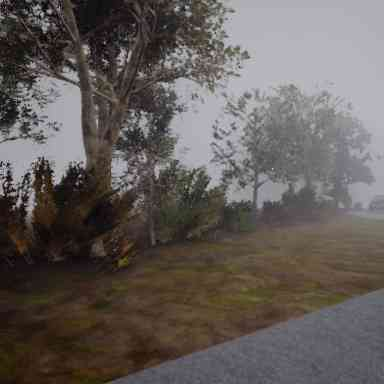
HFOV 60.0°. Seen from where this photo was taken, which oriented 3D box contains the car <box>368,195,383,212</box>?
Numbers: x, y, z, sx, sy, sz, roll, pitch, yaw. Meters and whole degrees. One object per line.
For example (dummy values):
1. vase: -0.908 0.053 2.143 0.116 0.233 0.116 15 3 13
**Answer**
1. car: 22.537 1.333 39.206 2.150 2.045 5.566 0 -1 41
